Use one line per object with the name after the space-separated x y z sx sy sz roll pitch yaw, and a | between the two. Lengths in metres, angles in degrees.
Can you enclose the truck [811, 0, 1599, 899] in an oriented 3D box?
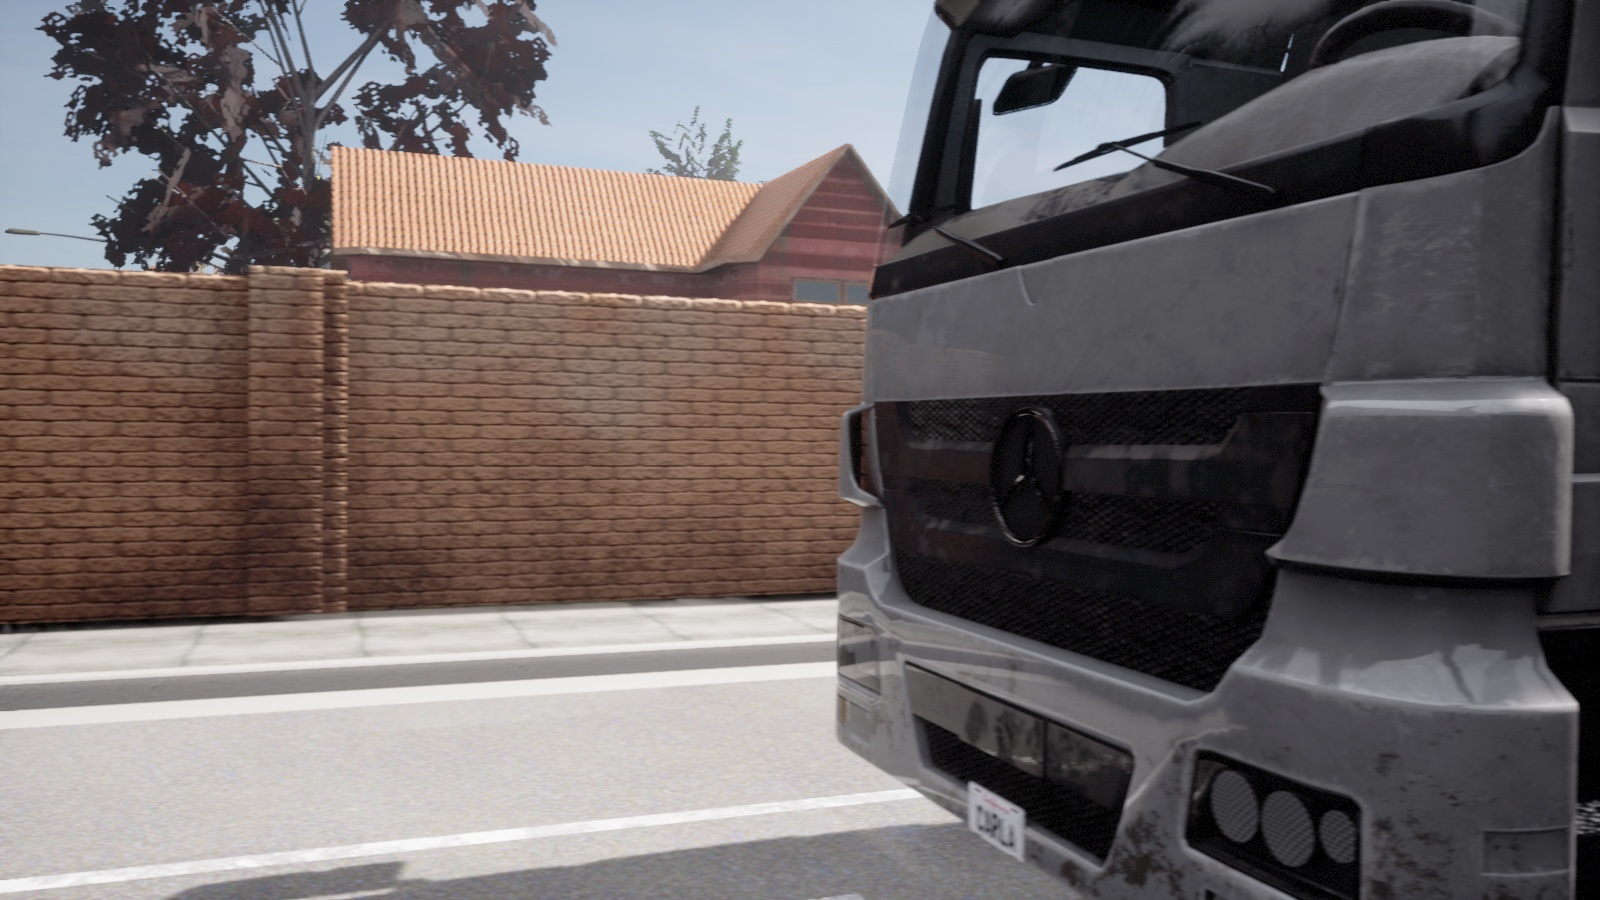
4.273 -0.307 4.850 7.936 3.462 2.891 -1 1 -21 | truck
